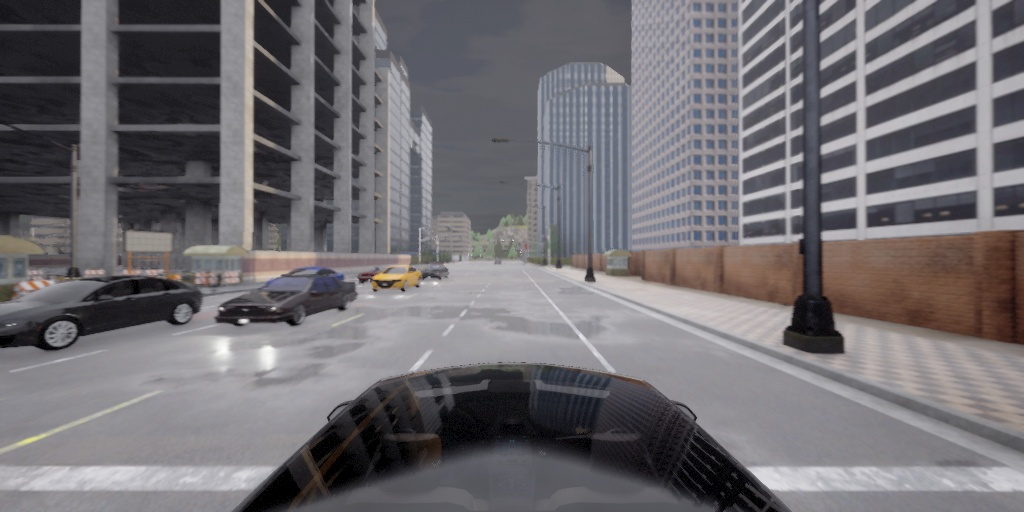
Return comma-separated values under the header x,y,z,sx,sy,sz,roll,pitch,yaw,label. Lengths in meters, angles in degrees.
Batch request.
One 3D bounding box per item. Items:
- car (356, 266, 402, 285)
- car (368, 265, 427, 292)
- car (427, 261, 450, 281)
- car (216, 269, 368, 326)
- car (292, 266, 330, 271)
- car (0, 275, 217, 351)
x,y,z,sx,sy,sz,roll,pitch,yaw,label
-10.526,1.483,28.743,1.895,1.301,4.718,0,0,1,car
-7.067,1.329,22.455,1.882,1.535,5.008,0,0,0,car
-6.990,1.449,33.006,2.033,1.411,5.357,0,0,0,car
-7.091,1.349,12.144,2.033,1.411,5.357,0,0,0,car
-10.577,1.311,18.697,1.882,1.535,5.008,0,0,0,car
-10.591,1.292,9.201,1.837,1.490,4.892,0,0,0,car
